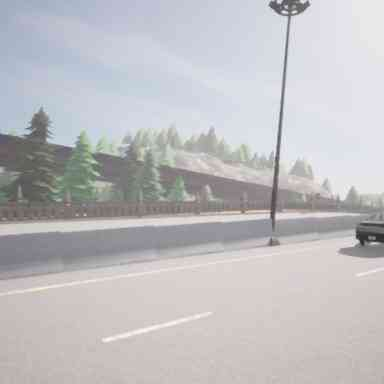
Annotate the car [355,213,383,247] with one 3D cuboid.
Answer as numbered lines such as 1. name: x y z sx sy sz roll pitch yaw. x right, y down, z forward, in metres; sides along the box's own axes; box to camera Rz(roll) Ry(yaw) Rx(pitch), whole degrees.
1. car: 9.182 1.656 14.722 4.902 1.511 2.128 1 0 -35
